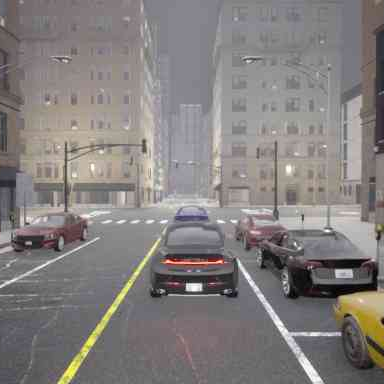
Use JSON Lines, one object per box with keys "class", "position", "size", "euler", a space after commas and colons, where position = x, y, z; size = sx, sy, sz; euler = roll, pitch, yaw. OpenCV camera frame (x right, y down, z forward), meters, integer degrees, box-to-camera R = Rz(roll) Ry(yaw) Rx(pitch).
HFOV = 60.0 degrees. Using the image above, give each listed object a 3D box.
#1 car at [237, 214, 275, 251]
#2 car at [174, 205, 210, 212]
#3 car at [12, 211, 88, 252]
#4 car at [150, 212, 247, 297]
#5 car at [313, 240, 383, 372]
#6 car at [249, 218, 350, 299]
{"class": "car", "position": [2.829, 1.578, 13.890], "size": [1.802, 1.307, 4.206], "euler": [-1, 0, 0]}
{"class": "car", "position": [-0.012, 1.473, 18.483], "size": [1.882, 1.535, 5.008], "euler": [0, 0, 0]}
{"class": "car", "position": [-5.716, 1.541, 13.867], "size": [1.887, 1.381, 4.507], "euler": [-1, 0, 0]}
{"class": "car", "position": [0.046, 1.503, 8.533], "size": [1.837, 1.490, 4.892], "euler": [0, 0, 0]}
{"class": "car", "position": [2.855, 1.525, 2.888], "size": [1.752, 1.417, 4.829], "euler": [-1, 0, 0]}
{"class": "car", "position": [2.843, 1.564, 8.305], "size": [1.947, 1.339, 4.313], "euler": [-1, 0, 0]}
